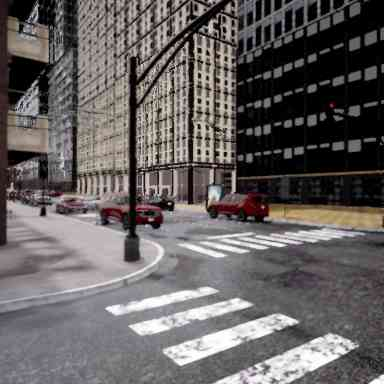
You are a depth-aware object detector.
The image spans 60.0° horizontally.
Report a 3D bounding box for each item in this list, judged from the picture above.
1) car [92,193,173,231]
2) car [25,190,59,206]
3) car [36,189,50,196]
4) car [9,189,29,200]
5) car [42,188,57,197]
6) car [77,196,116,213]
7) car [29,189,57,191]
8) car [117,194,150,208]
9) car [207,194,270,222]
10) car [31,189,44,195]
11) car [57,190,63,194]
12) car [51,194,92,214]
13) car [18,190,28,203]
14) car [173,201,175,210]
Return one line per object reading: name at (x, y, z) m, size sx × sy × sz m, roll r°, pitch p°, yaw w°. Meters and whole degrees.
car at (-3.508, 1.016, 18.638) m, size 2.192 × 1.841 × 5.009 m, roll 2°, pitch 0°, yaw -36°
car at (-16.559, 0.834, 36.582) m, size 2.008 × 1.369 × 4.403 m, roll 2°, pitch 0°, yaw -36°
car at (-32.652, 0.111, 72.970) m, size 1.887 × 1.381 × 4.507 m, roll 2°, pitch 0°, yaw -36°
car at (-26.342, 0.509, 50.039) m, size 1.887 × 1.381 × 4.507 m, roll 2°, pitch 0°, yaw -36°
car at (-29.387, 0.113, 68.483) m, size 1.967 × 1.590 × 4.097 m, roll 2°, pitch 0°, yaw -36°
car at (-8.741, 1.077, 30.210) m, size 1.895 × 1.301 × 4.718 m, roll 0°, pitch 1°, yaw -36°
car at (-21.496, 0.555, 47.914) m, size 2.128 × 1.511 × 4.902 m, roll 0°, pitch 1°, yaw -36°
car at (-6.559, 0.982, 37.076) m, size 1.947 × 1.339 × 4.313 m, roll 2°, pitch 0°, yaw -36°
car at (3.233, 1.044, 23.615) m, size 2.192 × 1.841 × 5.009 m, roll 2°, pitch 0°, yaw -36°
car at (-35.914, 0.003, 77.457) m, size 1.887 × 1.381 × 4.507 m, roll 2°, pitch 0°, yaw -36°
car at (-26.129, 0.324, 63.997) m, size 1.887 × 1.381 × 4.507 m, roll 2°, pitch 0°, yaw -36°
car at (-10.038, 1.075, 27.610) m, size 1.802 × 1.307 × 4.206 m, roll 2°, pitch 0°, yaw -36°
car at (-19.821, 0.759, 41.067) m, size 1.802 × 1.307 × 4.206 m, roll 2°, pitch 0°, yaw -36°
car at (-3.297, 1.087, 32.589) m, size 1.947 × 1.339 × 4.313 m, roll 2°, pitch 0°, yaw -36°
